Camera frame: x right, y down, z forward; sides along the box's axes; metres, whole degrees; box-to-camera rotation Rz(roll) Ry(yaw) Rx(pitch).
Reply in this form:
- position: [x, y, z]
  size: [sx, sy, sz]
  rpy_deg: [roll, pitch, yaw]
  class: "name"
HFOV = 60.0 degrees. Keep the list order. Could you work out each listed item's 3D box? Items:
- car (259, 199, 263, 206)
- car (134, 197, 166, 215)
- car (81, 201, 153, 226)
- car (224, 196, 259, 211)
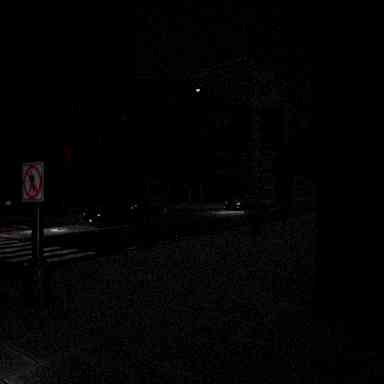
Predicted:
- position: [8.619, 1.383, 48.240]
  size: [1.994, 1.385, 4.181]
  rpy_deg: [0, 0, 36]
  class: "car"
- position: [-4.400, 1.265, 29.925]
  size: [2.097, 1.767, 4.553]
  rpy_deg: [0, 0, 35]
  class: "car"
- position: [-5.231, 1.534, 23.122]
  size: [1.895, 1.301, 4.718]
  rpy_deg: [0, 0, 35]
  class: "car"
- position: [5.510, 1.206, 38.295]
  size: [2.097, 1.767, 4.553]
  rpy_deg: [0, 0, 35]
  class: "car"
